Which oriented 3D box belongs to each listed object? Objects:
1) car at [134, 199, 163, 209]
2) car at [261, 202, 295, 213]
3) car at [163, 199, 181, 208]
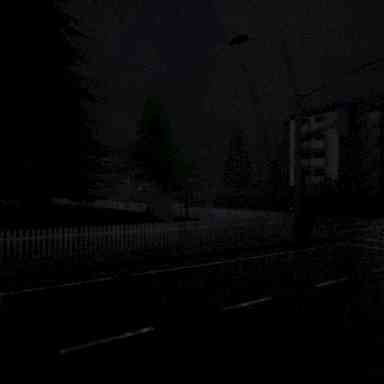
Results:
[{"bbox_3d":[-6.754,1.792,48.578,2.033,1.411,5.357,1,0,-34],"label":"car"},{"bbox_3d":[10.887,1.943,41.260,1.895,1.301,4.718,1,0,-34],"label":"car"},{"bbox_3d":[-3.372,1.775,49.804,2.128,1.511,4.902,1,-1,-34],"label":"car"}]
